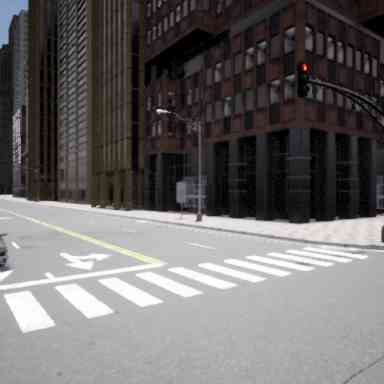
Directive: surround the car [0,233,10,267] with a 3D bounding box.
[{"bbox_3d":[-7.490,1.616,11.240,2.033,1.411,5.357,0,0,-35],"label":"car"}]
